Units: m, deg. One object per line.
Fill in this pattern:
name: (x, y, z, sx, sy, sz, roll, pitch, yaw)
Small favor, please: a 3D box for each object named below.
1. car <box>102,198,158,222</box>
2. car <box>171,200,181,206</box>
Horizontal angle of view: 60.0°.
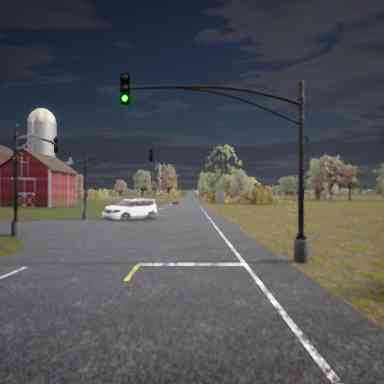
car: (-5.470, 1.642, 30.431, 2.150, 2.045, 5.566, 3, 1, 37)
car: (-3.527, 2.412, 73.637, 1.895, 1.301, 4.718, 0, -1, 0)
